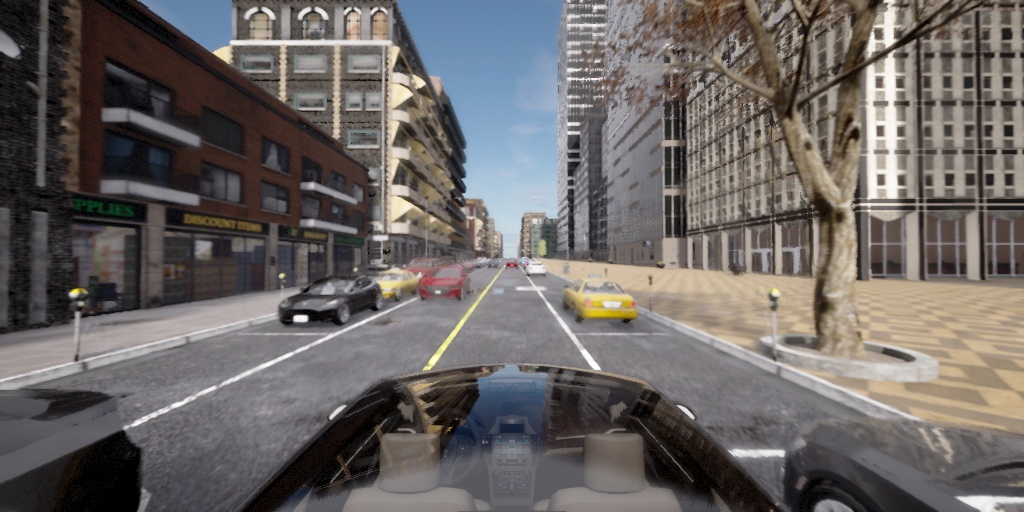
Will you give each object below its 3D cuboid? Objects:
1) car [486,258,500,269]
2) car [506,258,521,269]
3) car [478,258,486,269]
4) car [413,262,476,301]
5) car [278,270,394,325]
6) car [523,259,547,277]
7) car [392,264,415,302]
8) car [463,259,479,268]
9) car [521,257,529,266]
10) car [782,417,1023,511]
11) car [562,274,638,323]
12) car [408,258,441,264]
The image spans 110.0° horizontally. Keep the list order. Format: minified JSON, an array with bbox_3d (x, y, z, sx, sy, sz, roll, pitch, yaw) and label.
[{"bbox_3d":[-3.039,1.273,58.958,1.837,1.490,4.892,0,0,1],"label":"car"},{"bbox_3d":[0.006,1.245,55.063,1.882,1.535,5.008,0,0,0],"label":"car"},{"bbox_3d":[-5.686,1.334,56.386,1.948,1.339,4.313,0,0,0],"label":"car"},{"bbox_3d":[-3.098,1.231,17.491,1.882,1.535,5.008,0,0,0],"label":"car"},{"bbox_3d":[-5.688,1.318,11.829,1.948,1.339,4.313,0,0,0],"label":"car"},{"bbox_3d":[2.354,1.285,35.790,1.812,1.442,4.674,0,0,0],"label":"car"},{"bbox_3d":[-5.688,1.279,17.229,1.751,1.417,4.829,0,0,0],"label":"car"},{"bbox_3d":[-5.687,1.309,45.246,1.888,1.381,4.507,0,0,0],"label":"car"},{"bbox_3d":[2.695,1.208,56.385,1.967,1.591,4.097,0,0,0],"label":"car"},{"bbox_3d":[2.692,1.300,0.688,2.007,1.370,4.403,0,0,0],"label":"car"},{"bbox_3d":[2.692,1.277,11.998,1.751,1.417,4.829,0,0,0],"label":"car"},{"bbox_3d":[-5.687,1.070,22.969,2.192,1.841,5.009,0,0,0],"label":"car"}]
